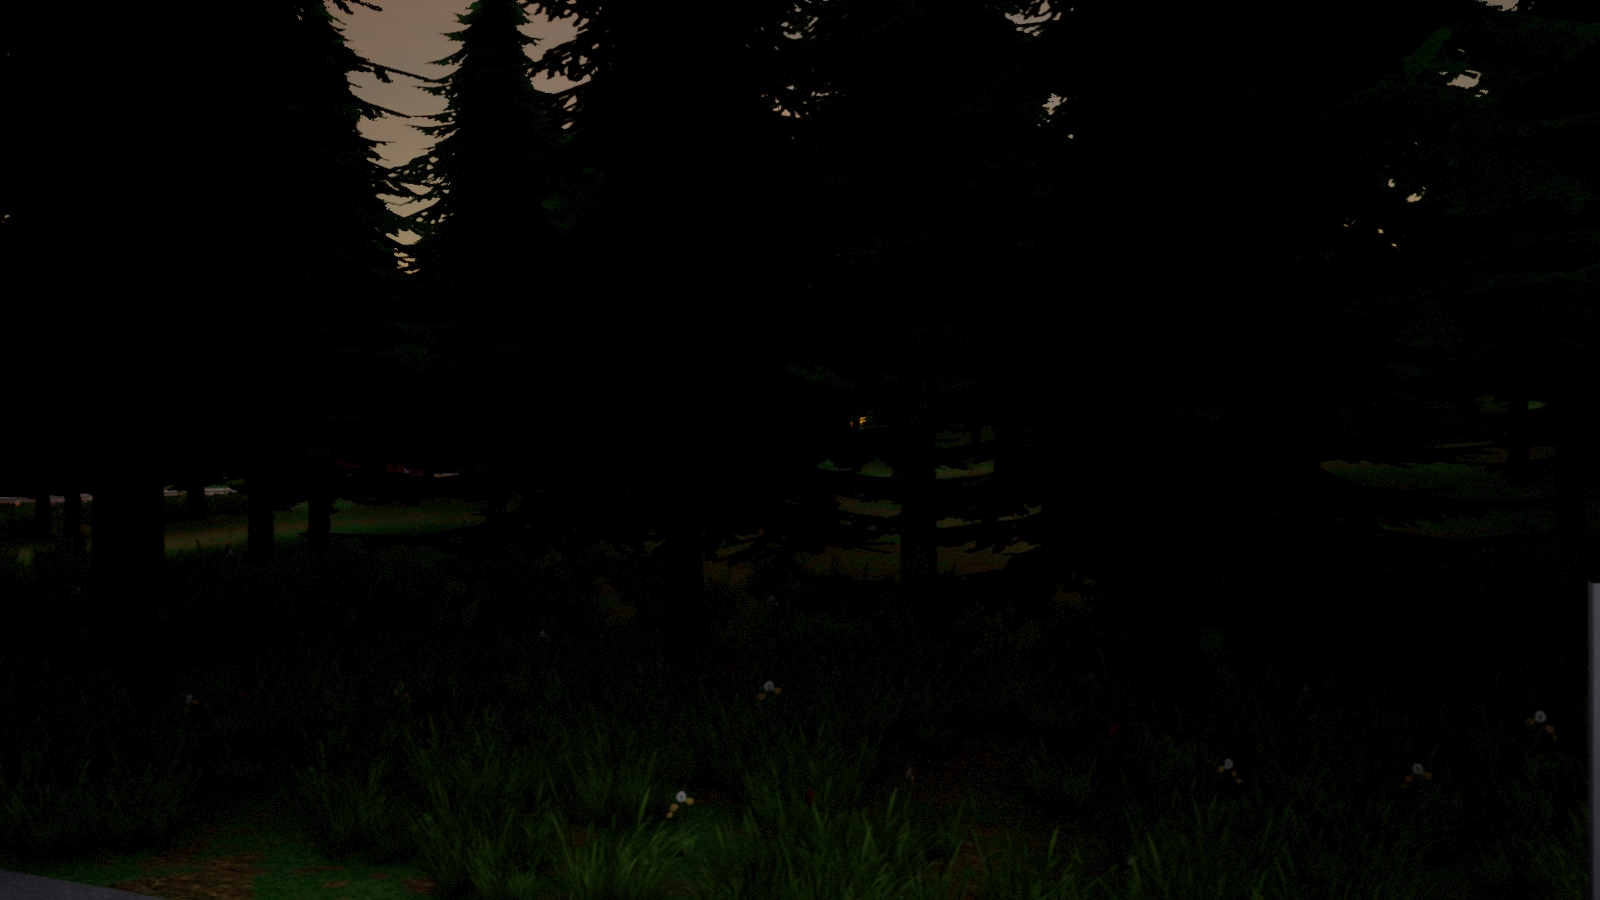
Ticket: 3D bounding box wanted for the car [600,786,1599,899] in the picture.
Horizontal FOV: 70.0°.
[{"bbox_3d":[1.713,2.063,2.654,4.792,1.488,2.163,0,0,20],"label":"car"}]
